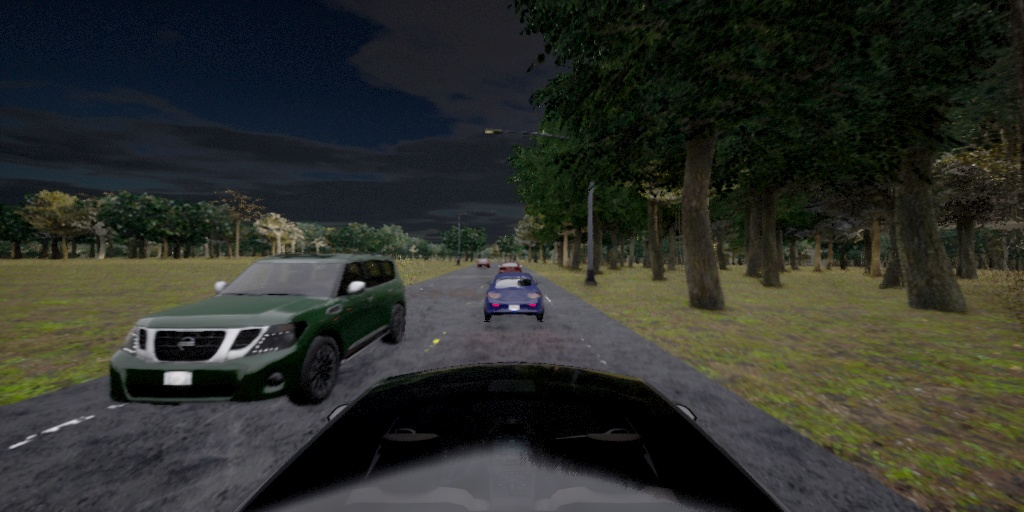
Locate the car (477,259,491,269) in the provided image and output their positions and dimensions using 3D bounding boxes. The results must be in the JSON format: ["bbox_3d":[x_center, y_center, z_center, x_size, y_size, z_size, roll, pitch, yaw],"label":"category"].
[{"bbox_3d":[-4.265,1.116,54.469,1.882,1.535,5.008,0,0,-1],"label":"car"}]

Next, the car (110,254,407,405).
[{"bbox_3d":[-3.624,0.970,6.640,2.150,2.045,5.566,0,0,0],"label":"car"}]

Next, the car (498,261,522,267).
[{"bbox_3d":[-0.158,1.194,30.288,1.882,1.535,5.008,0,0,-1],"label":"car"}]

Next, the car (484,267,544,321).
[{"bbox_3d":[0.052,1.270,12.312,1.812,1.442,4.674,0,0,0],"label":"car"}]
